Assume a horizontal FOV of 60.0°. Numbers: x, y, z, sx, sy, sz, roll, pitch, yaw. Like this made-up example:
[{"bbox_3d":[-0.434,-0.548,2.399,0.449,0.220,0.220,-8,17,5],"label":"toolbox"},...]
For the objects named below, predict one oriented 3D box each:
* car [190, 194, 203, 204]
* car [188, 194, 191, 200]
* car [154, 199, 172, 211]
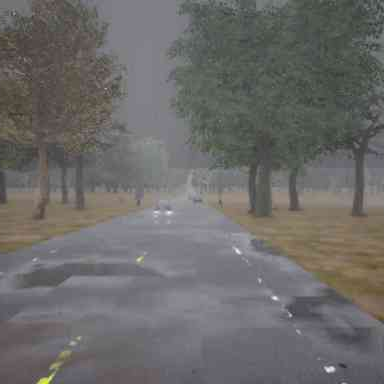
[{"bbox_3d":[1.232,1.568,72.214,2.097,1.767,4.553,0,0,0],"label":"car"},{"bbox_3d":[0.010,1.406,91.554,2.097,1.767,4.553,0,0,0],"label":"car"},{"bbox_3d":[-3.578,1.665,42.198,1.812,1.442,4.674,0,0,0],"label":"car"}]
